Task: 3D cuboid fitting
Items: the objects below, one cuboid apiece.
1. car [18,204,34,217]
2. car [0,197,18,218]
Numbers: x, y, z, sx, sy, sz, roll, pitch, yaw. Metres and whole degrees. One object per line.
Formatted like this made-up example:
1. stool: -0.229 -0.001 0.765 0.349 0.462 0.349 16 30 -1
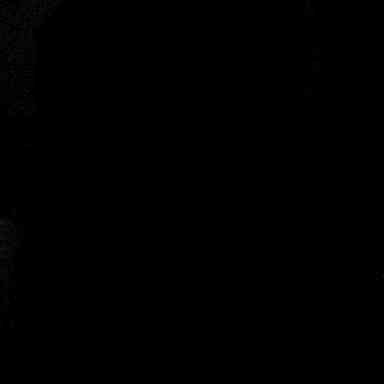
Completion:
1. car: -14.886 1.681 32.502 1.802 1.307 4.206 0 -1 36
2. car: -18.022 1.338 28.108 2.192 1.841 5.009 0 -1 36
